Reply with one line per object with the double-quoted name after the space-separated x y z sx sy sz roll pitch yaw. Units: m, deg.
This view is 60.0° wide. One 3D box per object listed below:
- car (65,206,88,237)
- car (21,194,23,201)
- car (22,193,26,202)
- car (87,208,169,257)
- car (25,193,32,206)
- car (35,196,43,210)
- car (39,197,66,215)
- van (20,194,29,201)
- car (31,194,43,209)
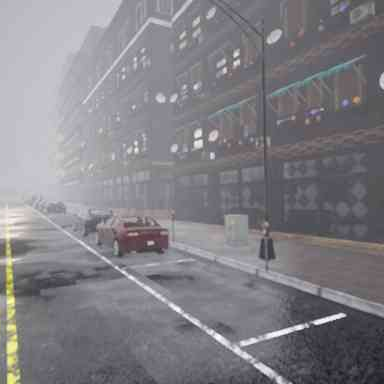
-5.094 1.489 17.410 2.008 1.369 4.403 1 0 -29 "car"
-34.769 1.500 70.523 1.802 1.307 4.206 1 -1 -29 "car"
-29.377 1.347 60.864 1.967 1.590 4.097 1 -1 -29 "car"
-2.398 1.495 12.579 1.887 1.381 4.507 1 0 -29 "car"
-23.984 1.217 51.204 2.192 1.841 5.009 1 -1 -29 "car"
-15.872 1.453 36.728 1.887 1.381 4.507 1 -1 -29 "car"
-13.178 1.457 31.899 1.887 1.381 4.507 1 -1 -29 "car"
-42.852 1.292 85.016 1.690 1.788 3.998 1 -1 -29 "van"
-18.560 1.345 41.563 1.967 1.590 4.097 1 -1 -29 "car"
